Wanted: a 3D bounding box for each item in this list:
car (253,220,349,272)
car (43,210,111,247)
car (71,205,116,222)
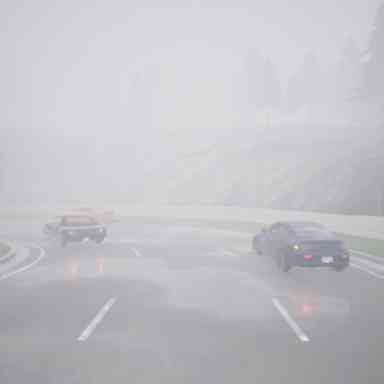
[{"bbox_3d":[3.443,1.668,11.197,1.812,1.442,4.674,0,-1,-4],"label":"car"},{"bbox_3d":[-5.910,1.803,16.415,1.895,1.301,4.718,1,-1,-35],"label":"car"},{"bbox_3d":[-8.300,1.793,25.689,5.008,1.535,1.882,0,-1,19],"label":"car"}]
